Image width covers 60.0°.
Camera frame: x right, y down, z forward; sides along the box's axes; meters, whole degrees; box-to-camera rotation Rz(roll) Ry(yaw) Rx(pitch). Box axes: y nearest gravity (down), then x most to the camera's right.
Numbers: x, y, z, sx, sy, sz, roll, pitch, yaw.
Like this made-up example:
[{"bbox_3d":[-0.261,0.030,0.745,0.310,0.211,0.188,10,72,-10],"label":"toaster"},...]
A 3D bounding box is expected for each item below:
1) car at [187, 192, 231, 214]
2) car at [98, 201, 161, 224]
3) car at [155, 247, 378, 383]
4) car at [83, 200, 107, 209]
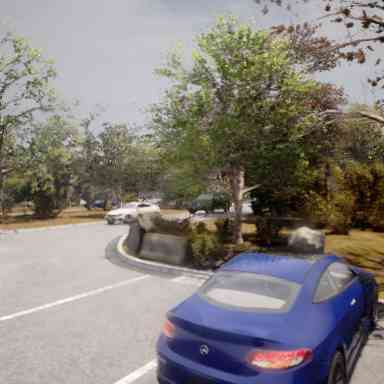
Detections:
[{"bbox_3d":[1.736,1.050,32.603,2.150,2.045,5.566,-4,-1,35],"label":"car"},{"bbox_3d":[-4.174,1.476,24.105,1.812,1.442,4.674,-4,-1,34],"label":"car"},{"bbox_3d":[1.420,1.529,4.799,2.002,1.452,4.674,0,0,36],"label":"car"},{"bbox_3d":[-13.961,1.928,50.226,1.895,1.301,4.718,-4,-1,35],"label":"car"}]
